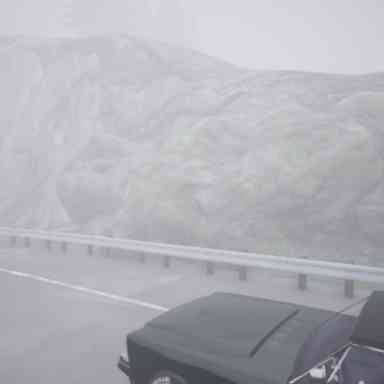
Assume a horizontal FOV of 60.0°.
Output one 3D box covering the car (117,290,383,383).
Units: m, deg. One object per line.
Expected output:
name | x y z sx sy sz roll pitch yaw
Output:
car | 1.594 1.594 2.764 4.718 1.301 1.895 0 0 35
